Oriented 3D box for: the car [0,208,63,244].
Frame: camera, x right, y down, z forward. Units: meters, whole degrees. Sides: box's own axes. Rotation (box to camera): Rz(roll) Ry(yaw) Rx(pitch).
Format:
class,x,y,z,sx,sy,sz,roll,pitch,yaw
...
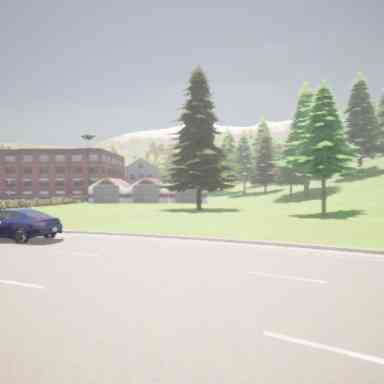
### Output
class,x,y,z,sx,sy,sz,roll,pitch,yaw
car,-8.168,1.484,15.238,4.674,1.442,1.812,0,0,18
